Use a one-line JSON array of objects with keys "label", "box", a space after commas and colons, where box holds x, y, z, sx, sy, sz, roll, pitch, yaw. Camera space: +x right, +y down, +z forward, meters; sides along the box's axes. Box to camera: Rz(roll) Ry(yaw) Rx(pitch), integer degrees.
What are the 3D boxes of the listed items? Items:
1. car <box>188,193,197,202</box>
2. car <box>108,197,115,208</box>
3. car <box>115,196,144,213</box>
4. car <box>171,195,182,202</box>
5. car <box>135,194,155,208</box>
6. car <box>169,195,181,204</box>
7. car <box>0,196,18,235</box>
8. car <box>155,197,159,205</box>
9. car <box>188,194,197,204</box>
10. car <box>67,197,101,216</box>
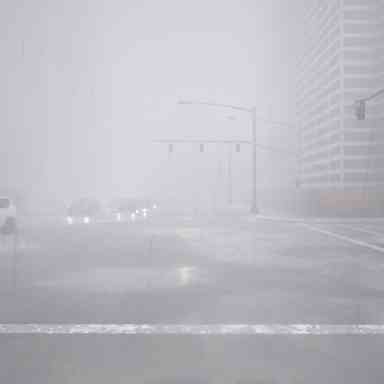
[{"label": "car", "box": [0.089, 1.184, 74.398, 2.097, 1.767, 4.553, 0, 0, 0]}, {"label": "car", "box": [-10.540, 1.477, 47.333, 1.882, 1.535, 5.008, 0, 0, 0]}, {"label": "car", "box": [-7.054, 1.505, 37.887, 1.837, 1.490, 4.892, 0, 0, 0]}, {"label": "car", "box": [-3.411, 1.354, 74.432, 2.128, 1.511, 4.902, 0, 0, 0]}, {"label": "car", "box": [-7.039, 1.491, 48.238, 2.128, 1.511, 4.902, 0, 0, 0]}, {"label": "car", "box": [-3.423, 1.491, 64.148, 2.128, 1.511, 4.902, 0, 0, 0]}, {"label": "car", "box": [-10.581, 1.222, 15.896, 2.150, 2.045, 5.566, 0, 0, 0]}, {"label": "car", "box": [-7.009, 1.601, 58.562, 1.895, 1.301, 4.718, 0, 0, 0]}, {"label": "car", "box": [0.077, 1.547, 64.144, 2.033, 1.411, 5.357, 0, 0, 0]}, {"label": "car", "box": [-10.594, 1.353, 32.835, 2.097, 1.767, 4.553, 0, 0, 1]}]
